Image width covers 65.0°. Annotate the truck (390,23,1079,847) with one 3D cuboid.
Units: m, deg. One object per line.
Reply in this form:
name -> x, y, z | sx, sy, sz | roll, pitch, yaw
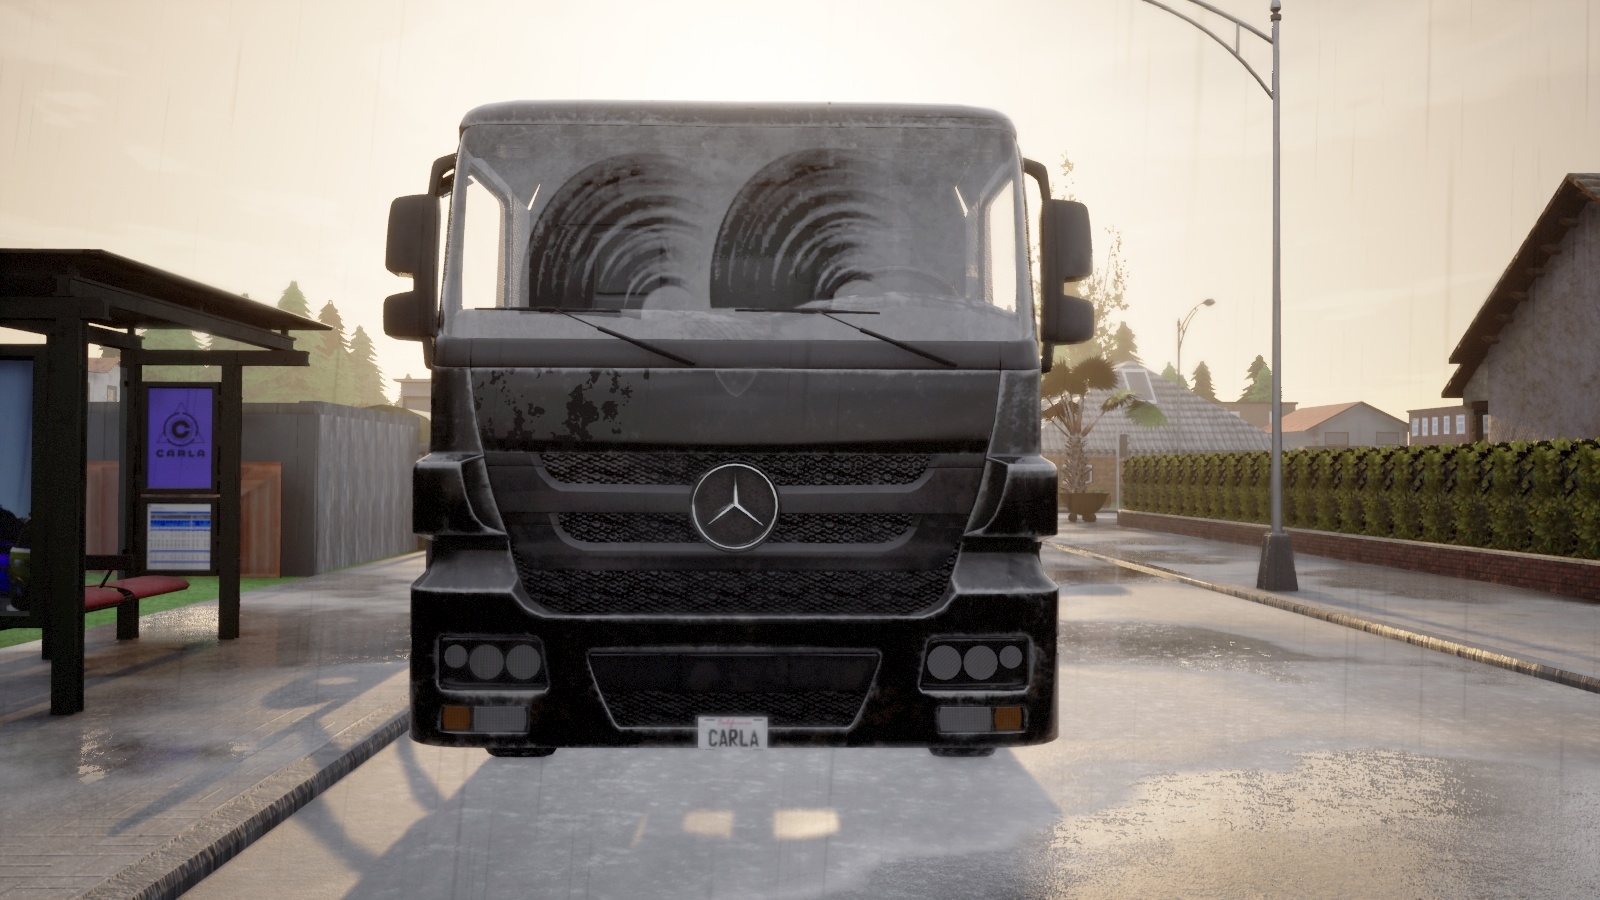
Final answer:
truck -> -0.345, -0.011, 9.266 | 2.891, 3.462, 7.936 | 0, -1, -1
